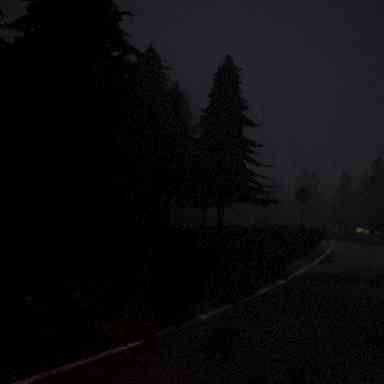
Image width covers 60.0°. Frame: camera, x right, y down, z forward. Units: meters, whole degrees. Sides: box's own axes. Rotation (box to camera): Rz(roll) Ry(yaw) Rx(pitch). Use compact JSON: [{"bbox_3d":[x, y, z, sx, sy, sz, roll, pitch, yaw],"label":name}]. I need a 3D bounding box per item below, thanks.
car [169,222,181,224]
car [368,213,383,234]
[{"bbox_3d":[-2.248,5.153,50.758,4.718,1.301,1.895,-5,-8,40],"label":"car"},{"bbox_3d":[12.963,2.076,21.420,2.128,1.511,4.902,3,-3,11],"label":"car"}]
